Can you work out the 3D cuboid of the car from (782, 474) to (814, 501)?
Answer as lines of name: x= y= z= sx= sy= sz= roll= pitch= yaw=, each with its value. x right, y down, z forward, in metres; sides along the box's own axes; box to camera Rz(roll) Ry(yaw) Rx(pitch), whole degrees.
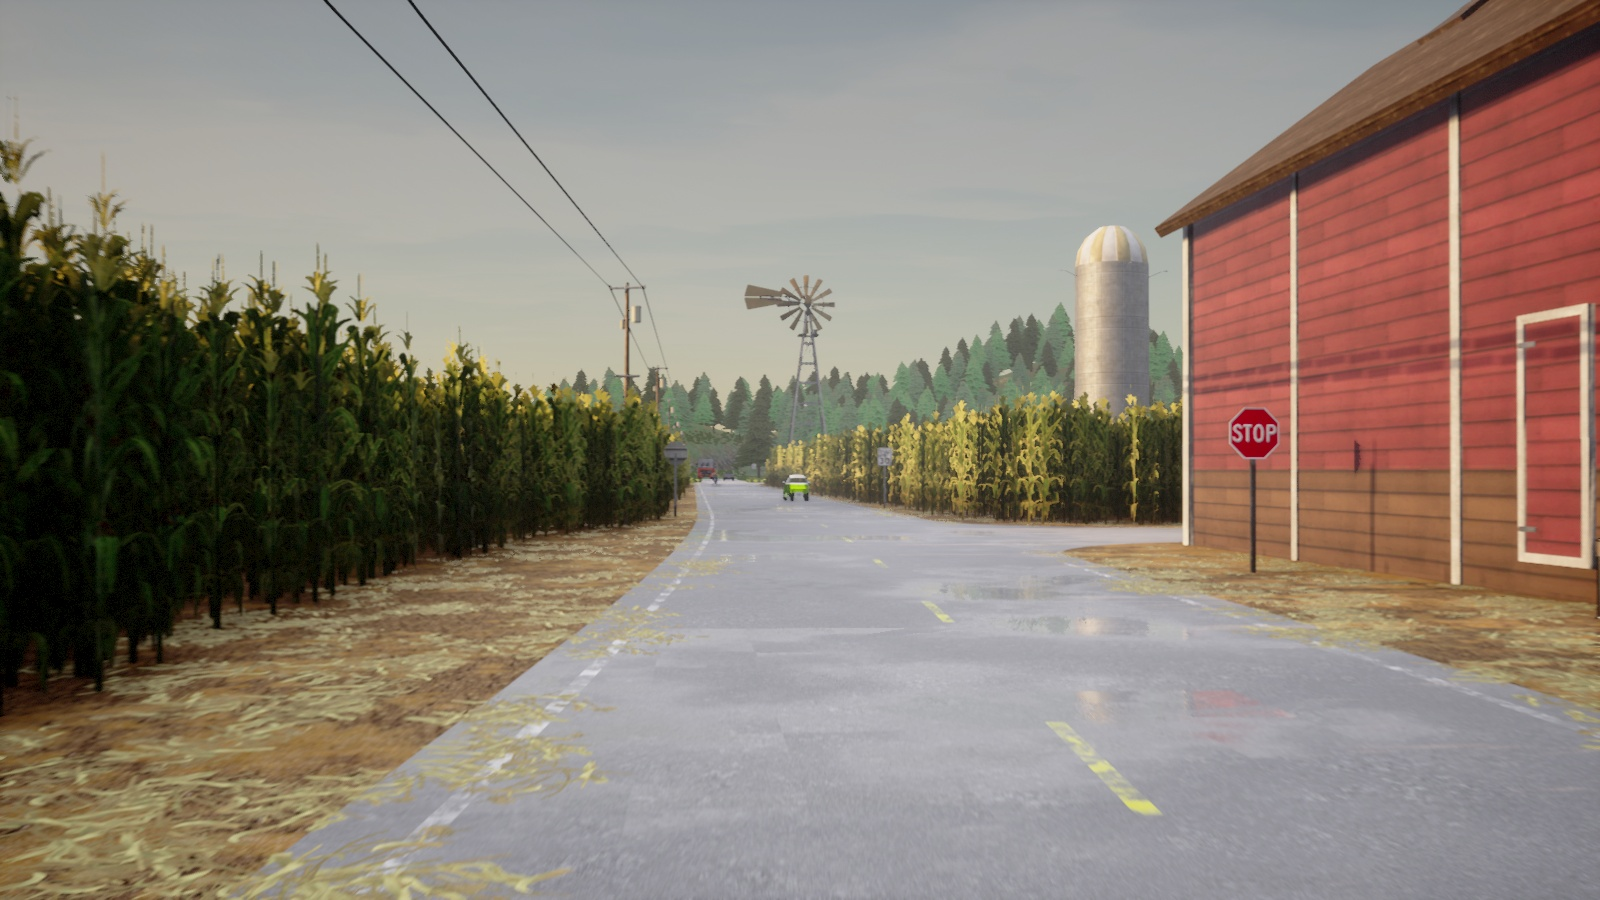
car: x=-0.109 y=1.982 z=66.411 sx=1.481 sy=1.376 sz=2.207 roll=0 pitch=-1 yaw=-5
